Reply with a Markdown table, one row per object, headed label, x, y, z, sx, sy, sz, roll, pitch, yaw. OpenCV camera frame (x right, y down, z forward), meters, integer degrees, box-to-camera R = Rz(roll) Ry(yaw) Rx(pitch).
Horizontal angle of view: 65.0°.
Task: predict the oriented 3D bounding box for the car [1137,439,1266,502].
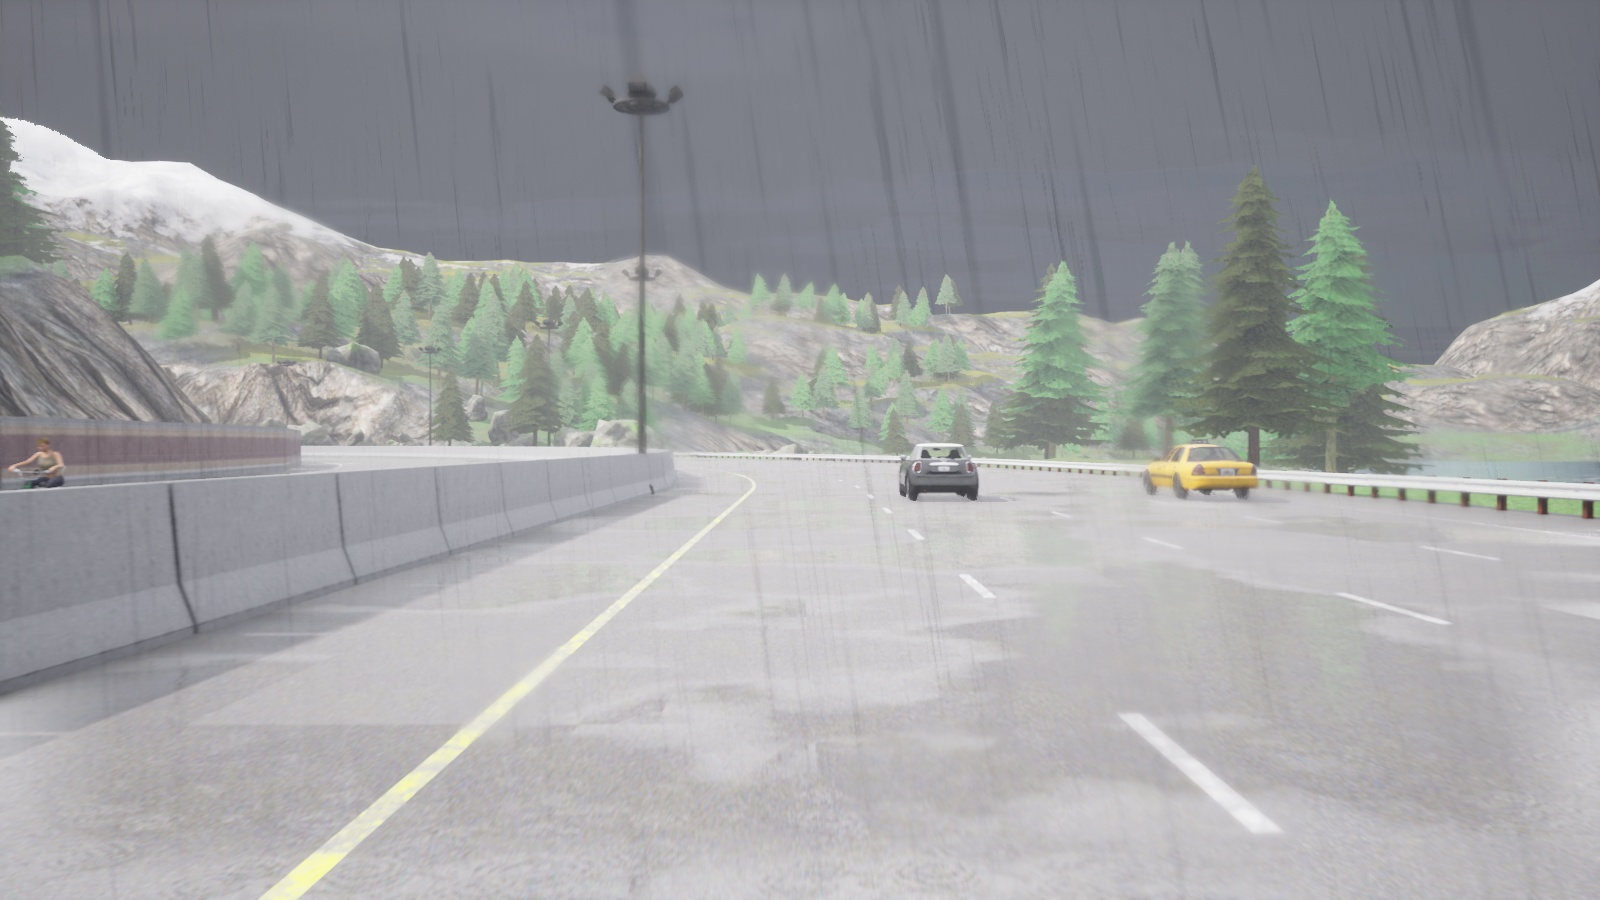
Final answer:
| label | x | y | z | sx | sy | sz | roll | pitch | yaw |
| --- | --- | --- | --- | --- | --- | --- | --- | --- | --- |
| car | 10.710 | 0.503 | 33.927 | 1.801 | 1.575 | 5.366 | 0 | 0 | 0 |

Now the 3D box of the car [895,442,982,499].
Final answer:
| label | x | y | z | sx | sy | sz | roll | pitch | yaw |
| --- | --- | --- | --- | --- | --- | --- | --- | --- | --- |
| car | 3.713 | 0.522 | 34.256 | 1.970 | 1.475 | 3.806 | 0 | 0 | 0 |

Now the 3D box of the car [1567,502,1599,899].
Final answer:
| label | x | y | z | sx | sy | sz | roll | pitch | yaw |
| --- | --- | --- | --- | --- | --- | --- | --- | --- | --- |
| car | 3.526 | 0.839 | 1.878 | 1.895 | 1.301 | 4.718 | 0 | 0 | 0 |

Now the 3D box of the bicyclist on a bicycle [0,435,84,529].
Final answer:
| label | x | y | z | sx | sy | sz | roll | pitch | yaw |
| --- | --- | --- | --- | --- | --- | --- | --- | --- | --- |
| bicyclist on a bicycle | -13.652 | 0.546 | 22.360 | 0.866 | 1.612 | 1.509 | 1 | 0 | 4 |
